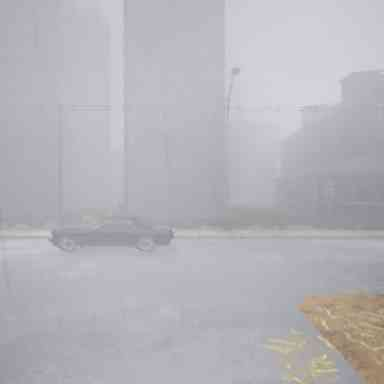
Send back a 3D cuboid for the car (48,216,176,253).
[{"bbox_3d":[-3.028,1.599,13.125,4.718,1.301,1.895,0,0,0],"label":"car"}]
